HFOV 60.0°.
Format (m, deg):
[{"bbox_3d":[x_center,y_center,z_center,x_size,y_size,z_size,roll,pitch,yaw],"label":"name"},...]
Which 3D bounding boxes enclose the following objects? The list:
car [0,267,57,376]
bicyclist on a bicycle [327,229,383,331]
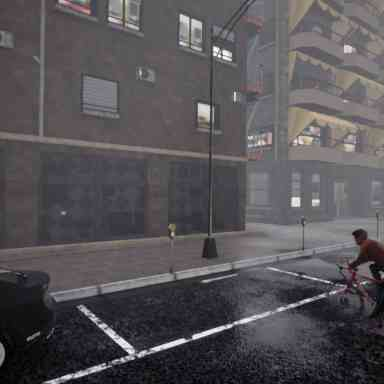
[{"bbox_3d":[-3.889,1.551,3.730,4.403,1.369,2.008,0,1,-36],"label":"car"},{"bbox_3d":[2.989,1.457,5.546,0.582,1.620,1.656,0,-2,-36],"label":"bicyclist on a bicycle"}]
